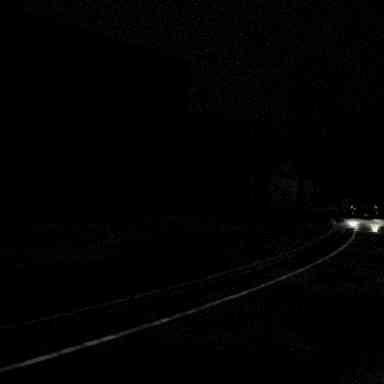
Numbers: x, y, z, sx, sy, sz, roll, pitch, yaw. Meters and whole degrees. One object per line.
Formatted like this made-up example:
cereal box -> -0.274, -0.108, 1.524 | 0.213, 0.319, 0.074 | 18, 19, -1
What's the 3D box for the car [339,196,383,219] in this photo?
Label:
car -> 13.698, 1.176, 27.507 | 2.097, 1.767, 4.553 | 0, 0, 12
